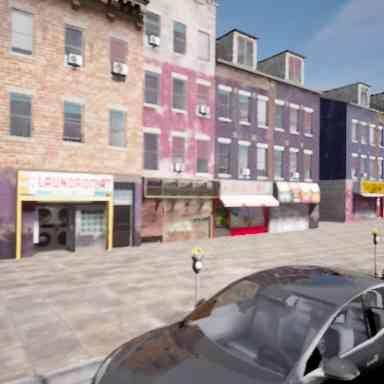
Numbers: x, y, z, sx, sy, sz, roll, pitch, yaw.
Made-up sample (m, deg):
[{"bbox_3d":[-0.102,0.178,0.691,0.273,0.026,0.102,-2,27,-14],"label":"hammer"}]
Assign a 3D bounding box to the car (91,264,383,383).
[{"bbox_3d":[1.122,1.595,3.606,4.313,1.339,1.947,1,0,-35],"label":"car"}]
